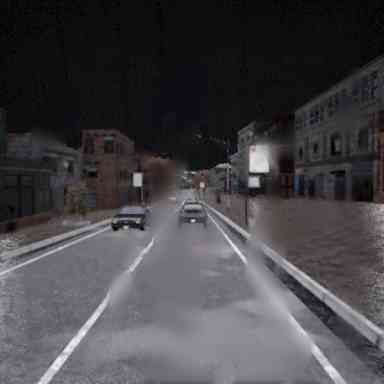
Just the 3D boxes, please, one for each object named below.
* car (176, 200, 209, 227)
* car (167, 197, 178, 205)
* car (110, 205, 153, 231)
[{"bbox_3d":[0.062,1.498,22.544,1.837,1.490,4.892,0,0,0],"label":"car"},{"bbox_3d":[-3.479,1.619,61.476,1.812,1.442,4.674,0,0,1],"label":"car"},{"bbox_3d":[-3.579,1.540,20.681,2.033,1.411,5.357,0,0,0],"label":"car"}]
